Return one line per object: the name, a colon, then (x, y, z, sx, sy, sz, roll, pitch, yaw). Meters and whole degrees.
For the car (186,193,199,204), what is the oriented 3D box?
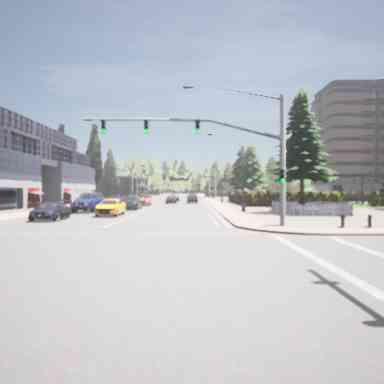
car: (0.128, 1.239, 56.638, 1.837, 1.490, 4.892, 0, 0, 0)

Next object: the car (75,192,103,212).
car: (-10.663, 1.064, 34.692, 2.150, 2.045, 5.566, 0, 0, 0)

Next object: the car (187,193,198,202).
car: (0.070, 1.039, 66.705, 2.097, 1.767, 4.553, 0, 0, 0)

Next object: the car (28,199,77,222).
car: (-10.696, 1.450, 25.341, 1.994, 1.385, 4.181, 0, 0, 0)

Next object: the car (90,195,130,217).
car: (-7.183, 1.342, 29.671, 1.882, 1.535, 5.008, 0, 0, 0)

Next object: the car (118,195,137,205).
car: (-10.524, 1.240, 54.853, 2.128, 1.511, 4.902, 0, 0, 1)

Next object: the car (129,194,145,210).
car: (-7.141, 1.173, 38.907, 2.097, 1.767, 4.553, 0, 0, 0)

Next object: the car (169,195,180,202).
car: (-3.430, 1.286, 67.014, 1.895, 1.301, 4.718, 0, 0, 0)

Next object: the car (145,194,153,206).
car: (-7.083, 1.126, 49.022, 2.097, 1.767, 4.553, 0, 0, 0)

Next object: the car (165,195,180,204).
car: (-3.474, 1.285, 56.378, 2.033, 1.411, 5.357, 0, 0, 0)
